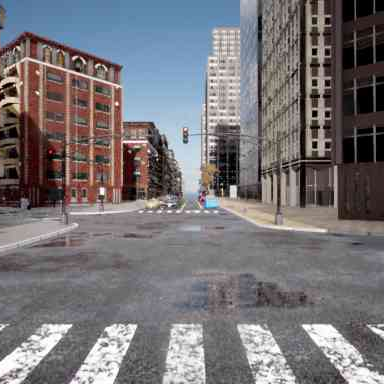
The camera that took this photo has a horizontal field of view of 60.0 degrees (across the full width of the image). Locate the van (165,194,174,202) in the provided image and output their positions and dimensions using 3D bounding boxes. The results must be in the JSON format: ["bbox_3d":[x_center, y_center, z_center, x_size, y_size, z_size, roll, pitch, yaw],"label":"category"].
[{"bbox_3d":[-5.312,1.487,79.090,1.690,1.788,3.998,0,0,0],"label":"van"}]

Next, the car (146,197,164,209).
[{"bbox_3d":[-5.312,1.578,45.606,1.752,1.417,4.829,0,0,0],"label":"car"}]

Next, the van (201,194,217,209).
[{"bbox_3d":[2.569,1.394,45.777,1.690,1.788,3.998,0,0,0],"label":"van"}]

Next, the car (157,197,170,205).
[{"bbox_3d":[-5.313,1.661,62.434,1.947,1.339,4.313,0,0,0],"label":"car"}]

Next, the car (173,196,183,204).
[{"bbox_3d":[-2.775,1.632,66.420,1.812,1.442,4.674,0,0,1],"label":"car"}]

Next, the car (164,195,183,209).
[{"bbox_3d":[-2.812,1.545,45.966,2.128,1.511,4.902,0,0,2],"label":"car"}]

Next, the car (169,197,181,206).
[{"bbox_3d":[-2.815,1.555,56.120,1.882,1.535,5.008,0,0,0],"label":"car"}]

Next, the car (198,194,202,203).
[{"bbox_3d":[2.568,1.656,67.986,1.887,1.381,4.507,0,0,0],"label":"car"}]

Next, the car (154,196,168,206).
[{"bbox_3d":[-5.312,1.519,56.882,1.967,1.590,4.097,0,0,0],"label":"car"}]
